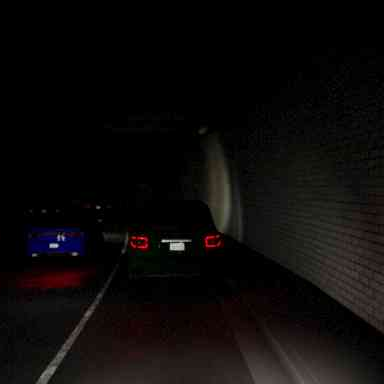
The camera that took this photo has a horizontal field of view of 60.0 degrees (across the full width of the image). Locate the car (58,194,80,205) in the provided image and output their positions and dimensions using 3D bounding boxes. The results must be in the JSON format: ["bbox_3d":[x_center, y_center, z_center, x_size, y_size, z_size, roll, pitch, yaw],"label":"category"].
[{"bbox_3d":[-16.579,1.222,43.621,2.150,2.045,5.566,0,0,-40],"label":"car"}]

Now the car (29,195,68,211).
[{"bbox_3d":[-10.645,1.351,24.624,2.097,1.767,4.553,0,0,-16],"label":"car"}]

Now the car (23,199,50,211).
[{"bbox_3d":[-19.607,1.601,41.812,1.895,1.301,4.718,0,0,-40],"label":"car"}]

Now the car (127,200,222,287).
[{"bbox_3d":[-0.589,1.220,9.522,2.150,2.045,5.566,0,0,-6],"label":"car"}]

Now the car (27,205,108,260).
[{"bbox_3d":[-4.540,1.477,12.550,1.882,1.535,5.008,0,0,-8],"label":"car"}]

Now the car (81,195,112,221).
[{"bbox_3d":[-7.714,1.223,27.034,2.150,2.045,5.566,0,0,-18],"label":"car"}]
